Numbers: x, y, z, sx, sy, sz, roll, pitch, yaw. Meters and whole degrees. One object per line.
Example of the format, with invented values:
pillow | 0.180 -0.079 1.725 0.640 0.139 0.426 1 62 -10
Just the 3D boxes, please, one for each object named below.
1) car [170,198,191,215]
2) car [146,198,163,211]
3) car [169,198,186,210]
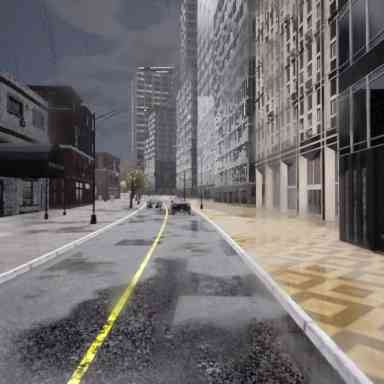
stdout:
car | -1.121 1.483 33.788 2.128 1.511 4.902 0 0 -4
car | -4.619 1.473 41.077 2.128 1.511 4.902 0 0 -5
car | -1.941 1.531 44.206 2.033 1.411 5.357 0 0 -5
